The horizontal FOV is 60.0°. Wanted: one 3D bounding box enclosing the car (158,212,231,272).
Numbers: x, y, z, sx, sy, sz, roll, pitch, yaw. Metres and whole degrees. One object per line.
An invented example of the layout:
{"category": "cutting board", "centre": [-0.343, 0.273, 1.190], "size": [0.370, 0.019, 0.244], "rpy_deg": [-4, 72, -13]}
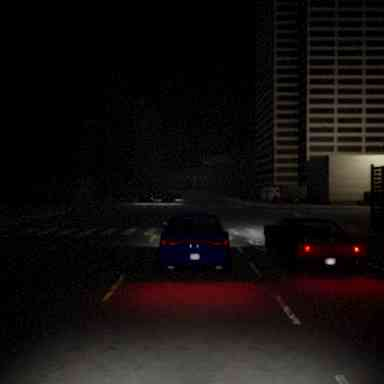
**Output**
{"category": "car", "centre": [0.068, 1.355, 10.344], "size": [1.882, 1.535, 5.008], "rpy_deg": [0, 1, 0]}

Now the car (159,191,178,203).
{"category": "car", "centre": [-3.565, 0.908, 51.024], "size": [1.837, 1.490, 4.892], "rpy_deg": [0, 1, 0]}

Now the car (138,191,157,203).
{"category": "car", "centre": [-7.062, 0.946, 51.400], "size": [2.033, 1.411, 5.357], "rpy_deg": [0, 1, 0]}

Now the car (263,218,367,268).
{"category": "car", "centre": [3.608, 1.473, 10.767], "size": [1.895, 1.301, 4.718], "rpy_deg": [0, 1, 1]}

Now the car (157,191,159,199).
{"category": "car", "centre": [-7.005, 0.570, 66.901], "size": [2.097, 1.767, 4.553], "rpy_deg": [0, 1, 0]}

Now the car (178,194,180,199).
{"category": "car", "centre": [-3.500, 0.780, 66.871], "size": [1.994, 1.385, 4.181], "rpy_deg": [0, 1, 0]}
